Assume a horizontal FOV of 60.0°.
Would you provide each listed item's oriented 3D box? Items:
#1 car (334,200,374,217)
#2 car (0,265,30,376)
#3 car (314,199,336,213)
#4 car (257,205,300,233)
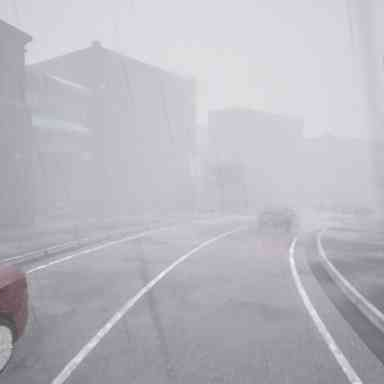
[{"bbox_3d":[18.138,1.899,36.421,4.902,1.511,2.128,2,3,-39],"label":"car"},{"bbox_3d":[-3.324,1.432,2.530,1.882,1.535,5.008,1,0,5],"label":"car"},{"bbox_3d":[16.612,1.653,39.914,5.008,1.535,1.882,2,3,-37],"label":"car"},{"bbox_3d":[5.446,1.568,20.623,2.128,1.511,4.902,3,1,26],"label":"car"}]
